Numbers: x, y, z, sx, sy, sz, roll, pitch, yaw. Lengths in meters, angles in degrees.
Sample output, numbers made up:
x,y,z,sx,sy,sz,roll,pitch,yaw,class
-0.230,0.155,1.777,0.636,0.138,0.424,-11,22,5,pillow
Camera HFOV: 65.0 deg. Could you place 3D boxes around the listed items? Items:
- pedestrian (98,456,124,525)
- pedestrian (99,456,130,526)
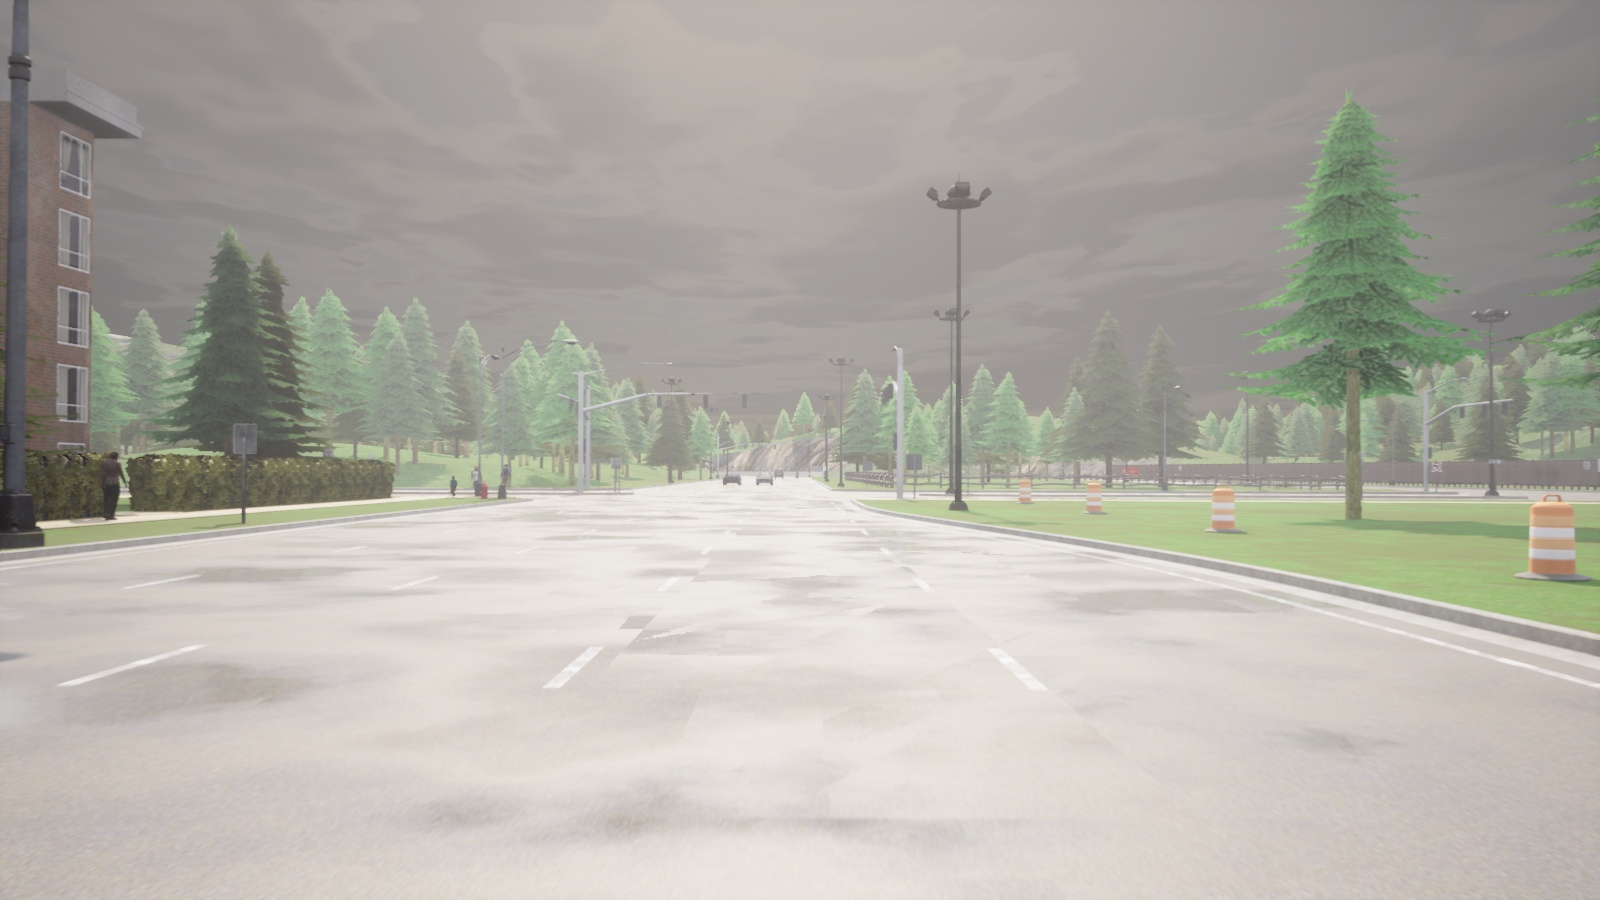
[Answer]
x,y,z,sx,sy,sz,roll,pitch,yaw,class
-18.644,1.087,33.985,0.331,1.846,0.634,0,-1,0,pedestrian
-18.076,1.070,33.105,0.328,1.805,0.869,0,-1,0,pedestrian
